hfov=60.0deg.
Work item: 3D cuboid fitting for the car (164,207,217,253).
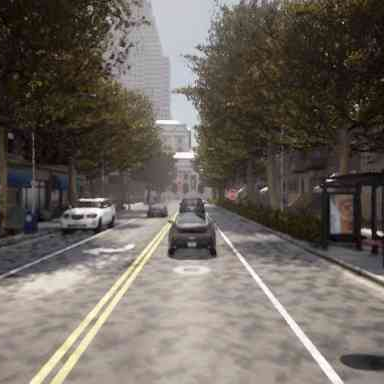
[{"bbox_3d":[0.007,1.640,14.313,1.837,1.490,4.892,0,0,0],"label":"car"}]

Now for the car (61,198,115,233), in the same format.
[{"bbox_3d":[-6.550,1.428,21.654,2.435,2.045,5.566,0,-1,0],"label":"car"}]

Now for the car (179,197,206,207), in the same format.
[{"bbox_3d":[0.006,1.484,29.020,2.150,2.045,5.566,0,0,0],"label":"car"}]

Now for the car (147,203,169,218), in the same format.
[{"bbox_3d":[-3.499,1.843,34.358,1.812,1.442,4.674,0,-1,0],"label":"car"}]
